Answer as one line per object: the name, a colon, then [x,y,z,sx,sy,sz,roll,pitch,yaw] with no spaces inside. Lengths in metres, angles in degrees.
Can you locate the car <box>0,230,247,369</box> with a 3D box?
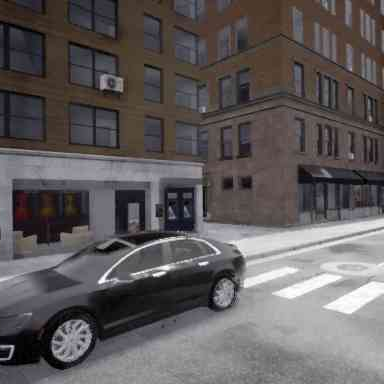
car: [-1.047,1.521,5.927,4.892,1.490,1.837,-1,-1,-42]
